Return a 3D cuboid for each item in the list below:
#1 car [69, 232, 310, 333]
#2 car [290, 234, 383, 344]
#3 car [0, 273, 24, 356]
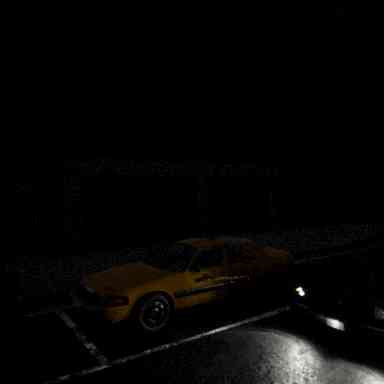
[{"bbox_3d":[0.102,1.524,6.738,4.829,1.417,1.752,0,-1,-36],"label":"car"},{"bbox_3d":[4.261,1.545,6.425,5.357,1.411,2.033,0,0,-36],"label":"car"},{"bbox_3d":[-4.239,1.566,3.635,4.313,1.339,1.947,0,-1,-36],"label":"car"}]
